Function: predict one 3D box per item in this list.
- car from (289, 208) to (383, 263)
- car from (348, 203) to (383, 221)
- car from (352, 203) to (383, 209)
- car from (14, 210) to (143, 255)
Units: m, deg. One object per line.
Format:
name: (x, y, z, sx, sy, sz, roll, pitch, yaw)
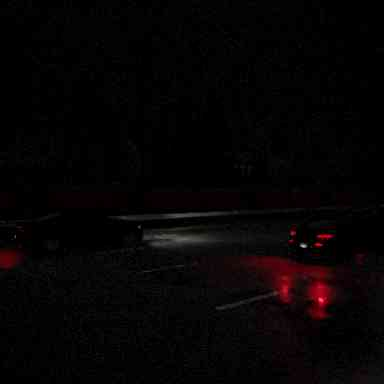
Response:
car: (5.433, 1.525, 11.999, 4.674, 1.442, 1.812, 0, 0, -36)
car: (15.120, 1.601, 27.673, 4.718, 1.301, 1.895, 0, 0, -36)
car: (10.819, 1.526, 20.228, 4.674, 1.442, 1.812, 0, 0, -36)
car: (-4.404, 1.477, 13.523, 5.008, 1.535, 1.882, 0, 0, -36)
